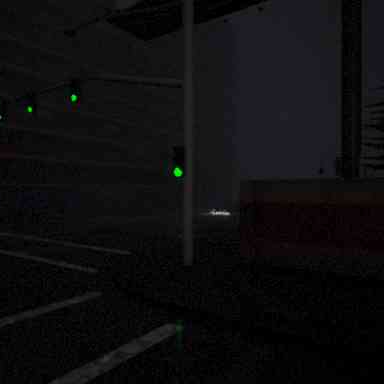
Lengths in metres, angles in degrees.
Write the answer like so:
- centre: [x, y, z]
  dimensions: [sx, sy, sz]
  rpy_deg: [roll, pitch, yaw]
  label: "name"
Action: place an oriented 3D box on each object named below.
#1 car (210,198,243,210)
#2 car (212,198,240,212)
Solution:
- centre: [4.715, 1.516, 44.340]
  dimensions: [2.033, 1.411, 5.357]
  rpy_deg: [0, 0, 36]
  label: "car"
- centre: [4.301, 1.537, 37.720]
  dimensions: [1.994, 1.385, 4.181]
  rpy_deg: [0, 0, 35]
  label: "car"
